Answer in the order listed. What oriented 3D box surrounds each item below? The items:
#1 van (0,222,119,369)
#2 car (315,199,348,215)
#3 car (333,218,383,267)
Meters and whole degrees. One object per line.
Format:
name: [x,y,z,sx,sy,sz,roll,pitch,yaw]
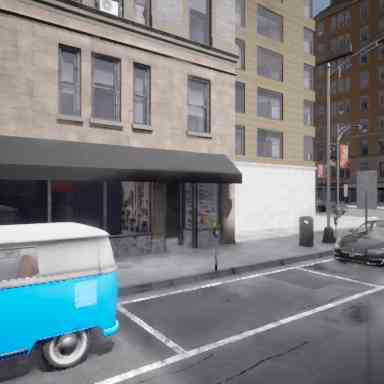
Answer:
van: [-2.923,1.341,4.105,3.998,1.788,1.690,0,0,-35]
car: [12.686,1.389,32.556,1.882,1.535,5.008,0,0,-36]
car: [6.300,1.550,10.674,4.403,1.369,2.008,0,0,-35]
